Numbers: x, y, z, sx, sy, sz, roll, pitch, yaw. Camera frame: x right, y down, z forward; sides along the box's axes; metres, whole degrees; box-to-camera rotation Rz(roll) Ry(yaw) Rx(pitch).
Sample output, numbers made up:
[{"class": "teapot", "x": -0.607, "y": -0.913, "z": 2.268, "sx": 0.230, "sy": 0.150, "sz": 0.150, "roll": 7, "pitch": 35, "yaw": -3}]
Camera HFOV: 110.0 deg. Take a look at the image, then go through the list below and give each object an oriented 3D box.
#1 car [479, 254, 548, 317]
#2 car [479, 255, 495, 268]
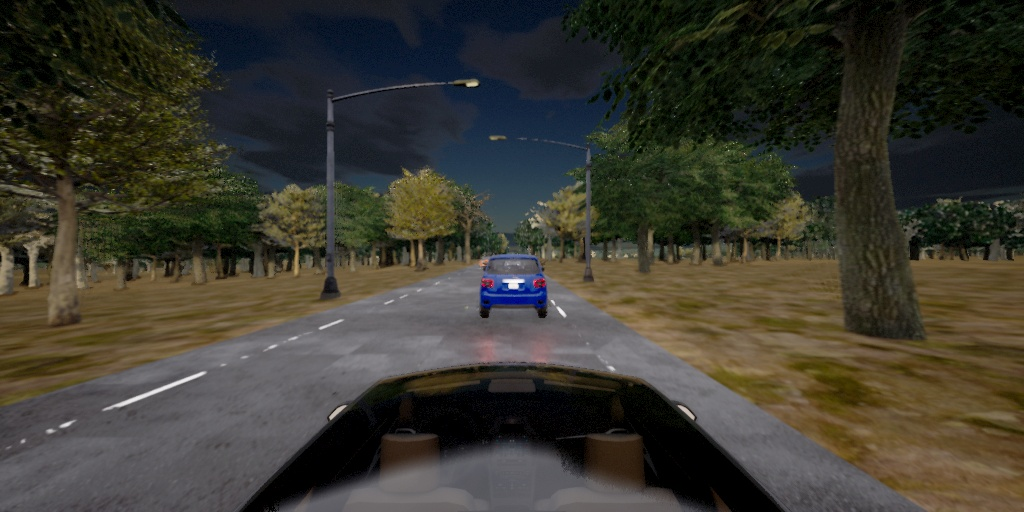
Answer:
[{"class": "car", "x": 0.065, "y": 0.952, "z": 13.230, "sx": 2.150, "sy": 2.045, "sz": 5.566, "roll": 0, "pitch": 0, "yaw": 0}, {"class": "car", "x": -3.577, "y": 0.821, "z": 51.949, "sx": 2.097, "sy": 1.767, "sz": 4.553, "roll": 0, "pitch": 0, "yaw": 0}]
